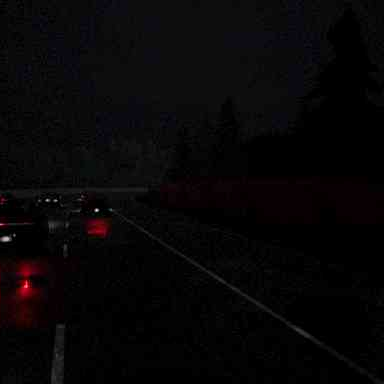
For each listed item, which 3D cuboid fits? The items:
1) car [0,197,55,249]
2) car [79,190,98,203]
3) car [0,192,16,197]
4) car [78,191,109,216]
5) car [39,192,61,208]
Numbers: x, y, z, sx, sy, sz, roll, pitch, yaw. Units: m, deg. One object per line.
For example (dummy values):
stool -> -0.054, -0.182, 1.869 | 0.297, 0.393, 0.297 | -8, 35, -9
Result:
car -> -6.415, 1.144, 12.283 | 2.128, 1.511, 4.902 | 0, 1, -20
car -> -12.641, 0.521, 40.881 | 2.033, 1.411, 5.357 | 1, 1, -15
car -> -15.793, 0.723, 27.648 | 1.812, 1.442, 4.674 | 0, 1, -20
car -> -7.309, 0.889, 24.848 | 1.837, 1.490, 4.892 | 0, 2, -20
car -> -13.156, 0.722, 30.686 | 2.033, 1.411, 5.357 | 0, 1, -20
